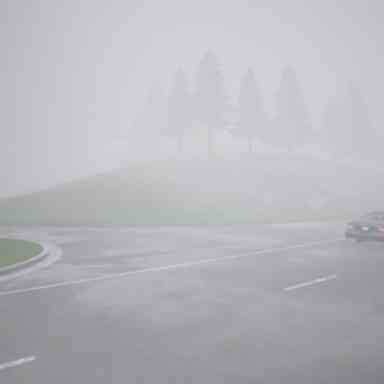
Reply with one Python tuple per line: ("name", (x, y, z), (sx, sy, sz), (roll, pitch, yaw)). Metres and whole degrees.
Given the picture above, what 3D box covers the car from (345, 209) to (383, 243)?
("car", (8.717, 1.449, 14.265), (5.357, 1.411, 2.033), (0, 0, -36))
